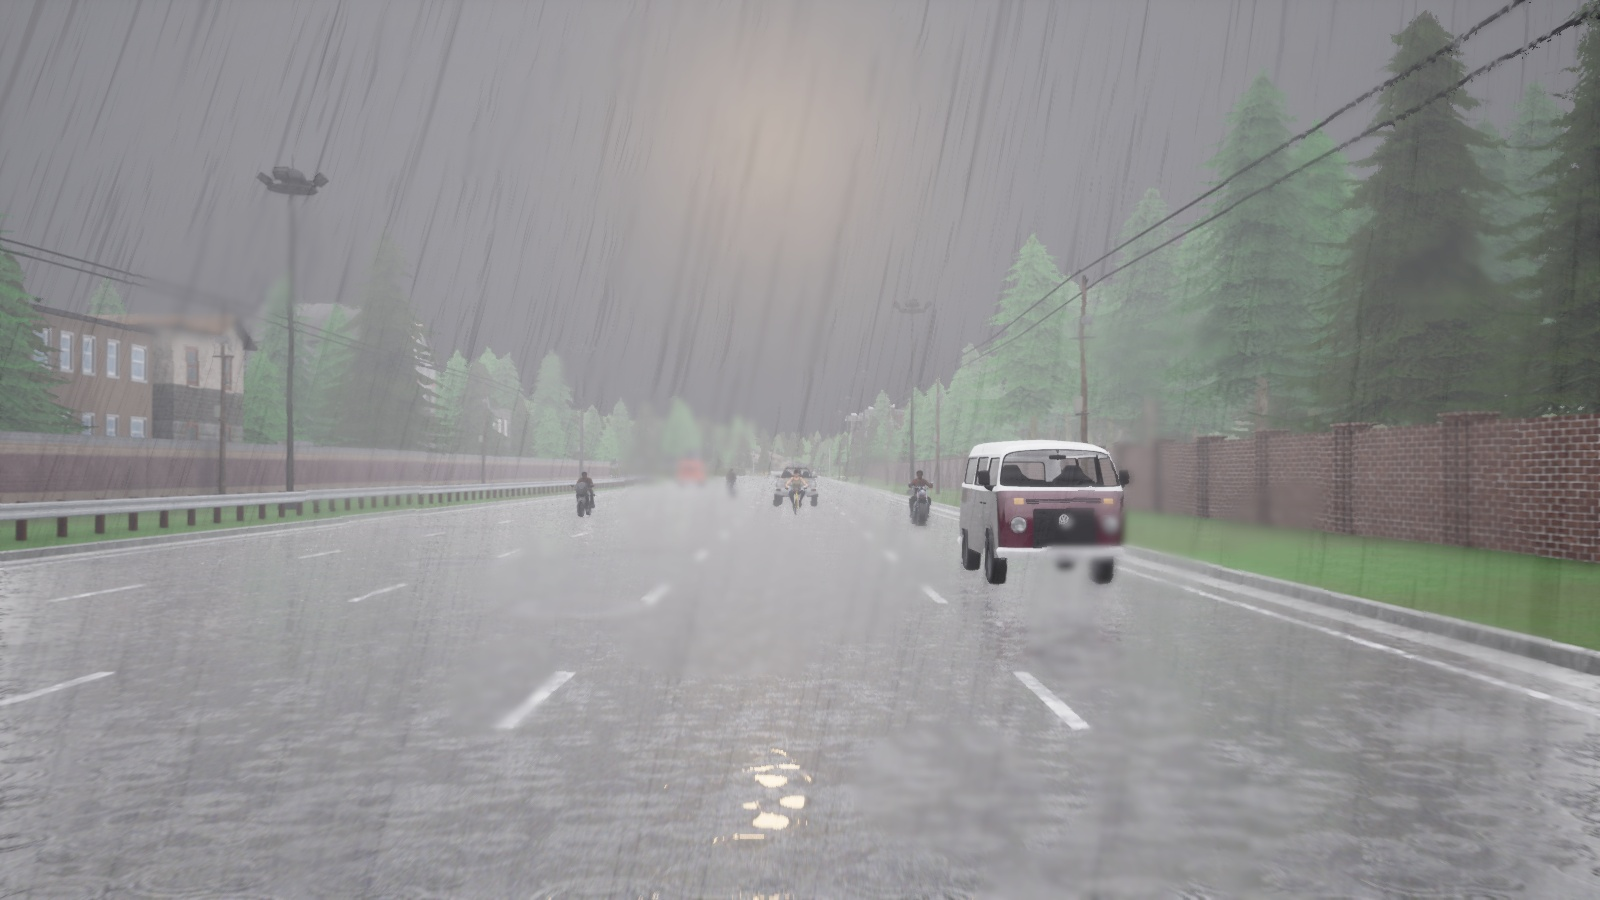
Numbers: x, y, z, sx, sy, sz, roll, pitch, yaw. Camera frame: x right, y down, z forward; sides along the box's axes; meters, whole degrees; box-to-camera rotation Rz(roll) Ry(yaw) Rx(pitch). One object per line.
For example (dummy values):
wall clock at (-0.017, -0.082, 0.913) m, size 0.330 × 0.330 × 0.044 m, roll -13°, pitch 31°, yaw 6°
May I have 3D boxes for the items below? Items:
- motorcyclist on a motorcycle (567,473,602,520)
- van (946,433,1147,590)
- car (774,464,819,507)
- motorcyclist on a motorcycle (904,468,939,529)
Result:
motorcyclist on a motorcycle at (-7.100, 1.520, 41.505) m, size 0.797 × 1.523 × 2.044 m, roll 0°, pitch -1°, yaw 0°
van at (3.454, 0.835, 18.542) m, size 2.069 × 2.038 × 4.480 m, roll 0°, pitch -1°, yaw 0°
car at (-0.136, 1.574, 56.165) m, size 1.932 × 1.855 × 4.605 m, roll 0°, pitch -1°, yaw 0°
motorcyclist on a motorcycle at (3.414, 1.345, 35.482) m, size 0.766 × 1.649 × 2.350 m, roll 0°, pitch -1°, yaw 0°
